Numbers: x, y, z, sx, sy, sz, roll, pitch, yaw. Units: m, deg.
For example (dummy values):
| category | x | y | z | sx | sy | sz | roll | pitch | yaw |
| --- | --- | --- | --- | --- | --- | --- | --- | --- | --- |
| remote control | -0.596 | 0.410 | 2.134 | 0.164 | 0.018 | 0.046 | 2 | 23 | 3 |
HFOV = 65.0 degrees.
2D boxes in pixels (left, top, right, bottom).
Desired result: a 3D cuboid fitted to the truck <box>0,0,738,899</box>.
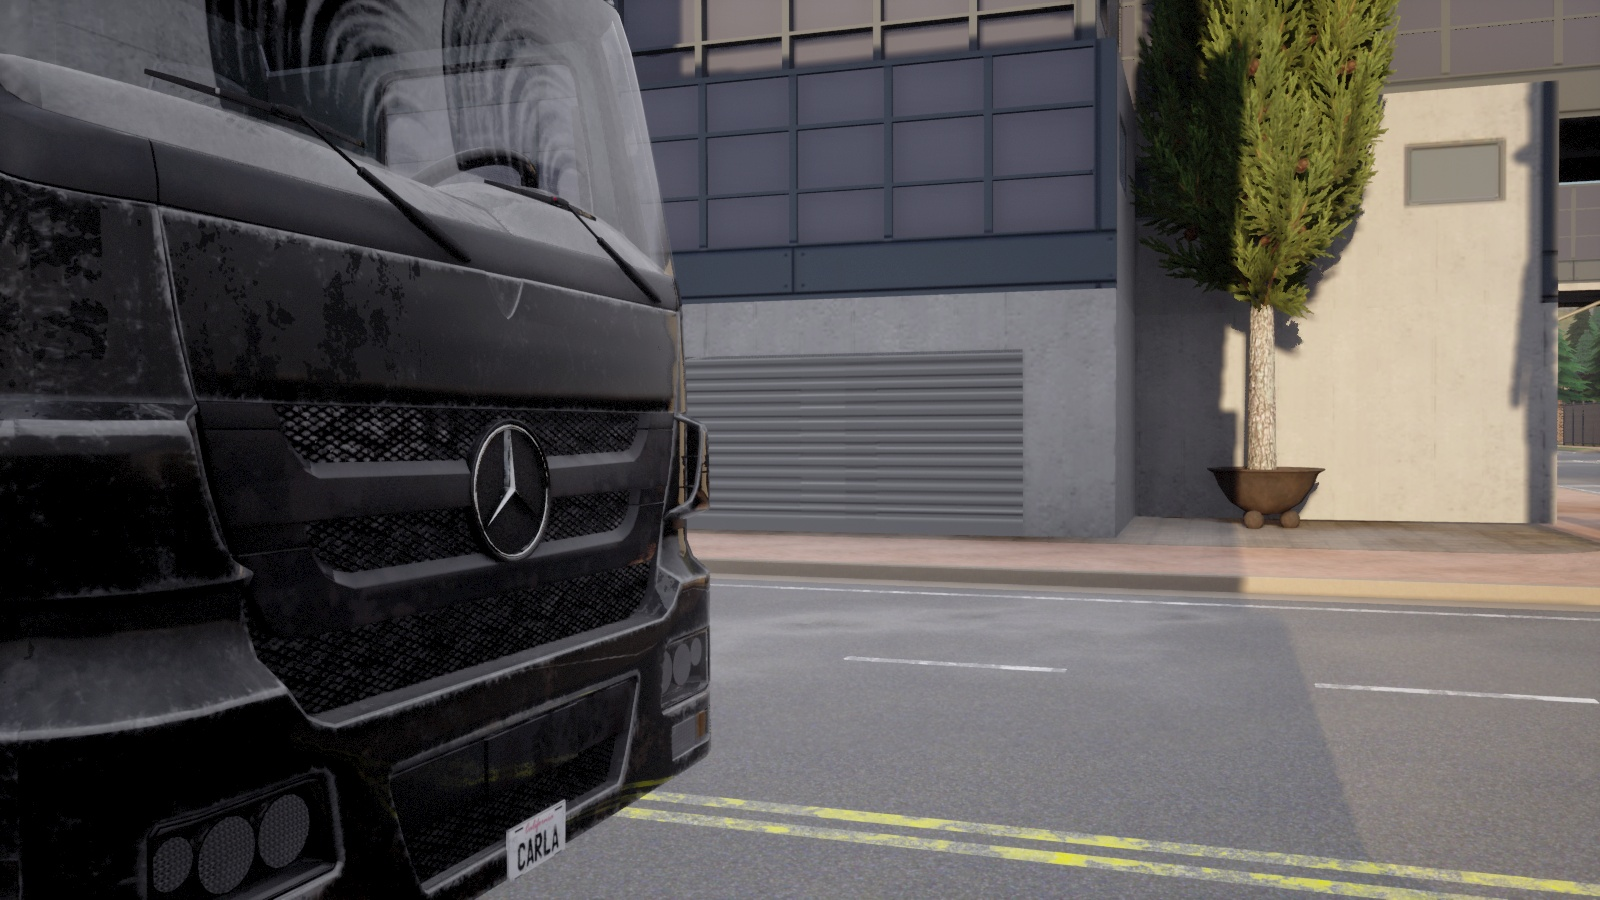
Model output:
| category | x | y | z | sx | sy | sz | roll | pitch | yaw |
| --- | --- | --- | --- | --- | --- | --- | --- | --- | --- |
| truck | -4.464 | -0.248 | 4.736 | 7.936 | 3.462 | 2.891 | 1 | 1 | 20 |
